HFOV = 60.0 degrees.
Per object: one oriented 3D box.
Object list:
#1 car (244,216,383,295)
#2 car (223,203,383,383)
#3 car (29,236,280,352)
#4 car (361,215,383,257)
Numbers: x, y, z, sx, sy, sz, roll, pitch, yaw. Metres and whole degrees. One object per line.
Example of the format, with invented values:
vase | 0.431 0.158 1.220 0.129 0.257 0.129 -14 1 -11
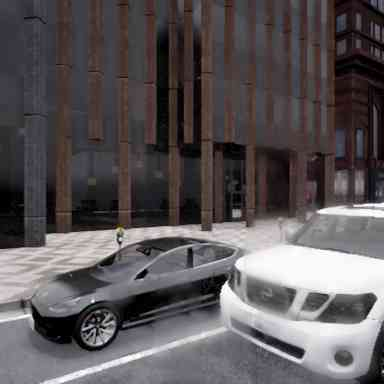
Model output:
car | 3.840 1.542 9.380 4.829 1.417 1.752 0 0 -35
car | 3.069 1.232 5.561 5.566 2.045 2.150 0 0 -35
car | -0.613 1.571 6.210 4.313 1.339 1.947 0 0 -35
car | 8.570 1.595 12.747 4.313 1.339 1.947 0 0 -35
